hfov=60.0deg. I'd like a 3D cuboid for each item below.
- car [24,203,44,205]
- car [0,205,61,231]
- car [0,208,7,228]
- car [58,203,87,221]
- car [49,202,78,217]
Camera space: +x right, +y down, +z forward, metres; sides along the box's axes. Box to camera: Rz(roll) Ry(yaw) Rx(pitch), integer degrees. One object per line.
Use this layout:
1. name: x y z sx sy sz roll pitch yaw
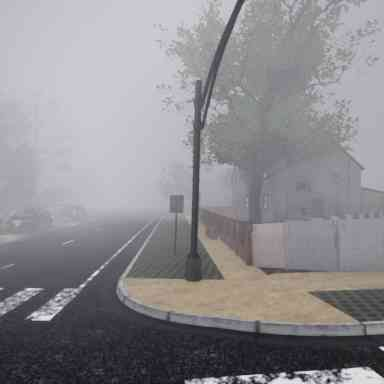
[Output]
1. car: -15.786 1.948 32.650 2.097 1.767 4.553 2 -1 -3
2. car: -12.153 2.019 25.327 2.128 1.511 4.902 2 -1 -3
3. car: -15.316 1.896 23.601 1.837 1.490 4.892 2 -1 -3
4. car: -12.666 2.104 35.216 2.097 1.767 4.553 2 -1 -3
5. car: -16.268 2.170 42.326 2.097 1.767 4.553 2 -1 -3
